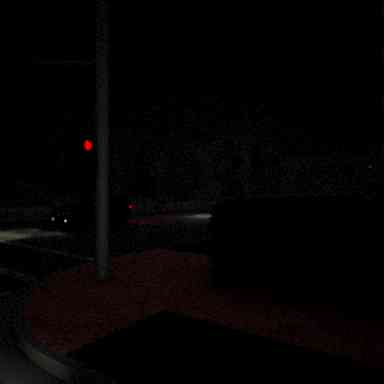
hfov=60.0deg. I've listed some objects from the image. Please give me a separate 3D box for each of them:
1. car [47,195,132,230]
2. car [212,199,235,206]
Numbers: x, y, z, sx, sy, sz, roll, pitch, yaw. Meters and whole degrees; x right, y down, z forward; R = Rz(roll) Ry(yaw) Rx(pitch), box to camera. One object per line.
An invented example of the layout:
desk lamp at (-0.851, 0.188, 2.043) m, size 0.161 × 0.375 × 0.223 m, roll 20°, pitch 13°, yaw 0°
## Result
car at (-6.447, 1.224, 21.704) m, size 2.150 × 2.045 × 5.566 m, roll 0°, pitch 0°, yaw 38°
car at (3.993, 1.480, 34.845) m, size 1.882 × 1.535 × 5.008 m, roll 0°, pitch 0°, yaw 39°
